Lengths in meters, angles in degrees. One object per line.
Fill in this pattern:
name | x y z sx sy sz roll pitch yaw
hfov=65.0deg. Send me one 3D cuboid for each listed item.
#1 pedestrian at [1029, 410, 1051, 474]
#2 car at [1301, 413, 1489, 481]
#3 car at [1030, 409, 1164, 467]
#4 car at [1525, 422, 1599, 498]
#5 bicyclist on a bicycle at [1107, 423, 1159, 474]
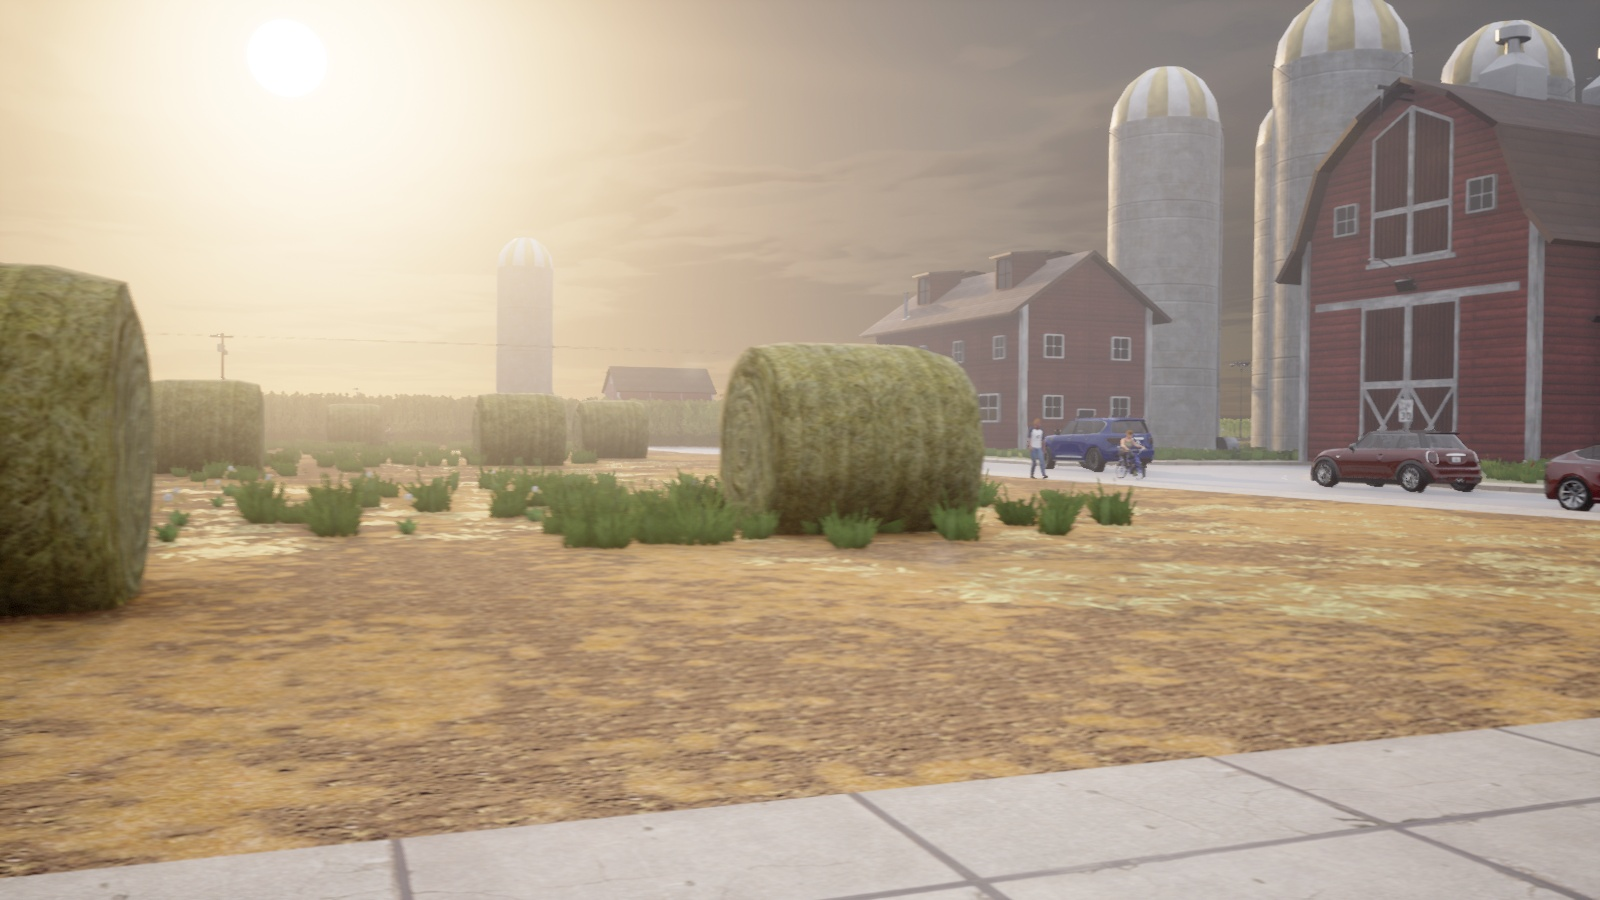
pedestrian | 6.922 -0.232 36.223 0.354 1.836 0.706 -1 1 -13
car | 16.562 -0.123 35.233 2.097 1.767 4.553 -1 1 -22
car | 11.316 -0.479 48.305 2.150 2.045 5.566 -2 2 -22
car | 17.094 0.185 24.503 2.163 1.488 4.792 -1 1 -22
bicyclist on a bicycle | 10.704 -0.067 40.422 0.866 1.612 1.509 -1 1 -22
